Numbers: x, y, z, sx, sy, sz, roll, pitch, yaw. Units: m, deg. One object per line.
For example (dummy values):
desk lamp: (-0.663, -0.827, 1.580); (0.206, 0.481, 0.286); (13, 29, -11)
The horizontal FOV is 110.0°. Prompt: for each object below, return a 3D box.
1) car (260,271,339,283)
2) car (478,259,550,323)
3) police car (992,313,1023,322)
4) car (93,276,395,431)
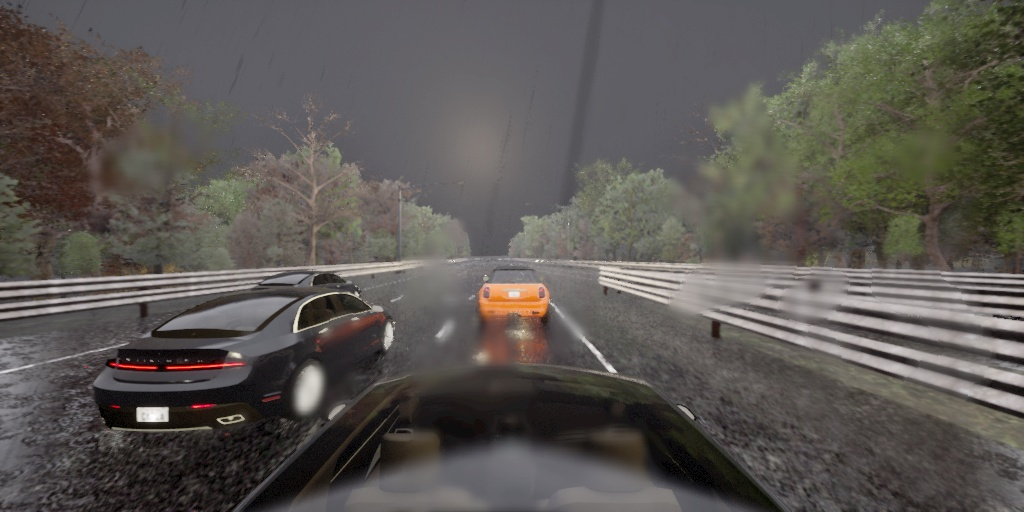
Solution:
car: (-6.953, 1.259, 12.487); (1.837, 1.490, 4.892); (0, 0, 0)
car: (0.048, 1.103, 12.236); (2.097, 1.767, 4.553); (0, 0, 0)
police car: (14.044, 1.298, 7.391); (2.038, 1.542, 4.974); (0, 0, -14)
car: (-3.415, 1.256, 5.822); (1.837, 1.490, 4.892); (0, 0, 0)
